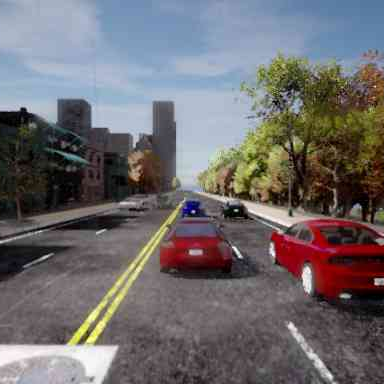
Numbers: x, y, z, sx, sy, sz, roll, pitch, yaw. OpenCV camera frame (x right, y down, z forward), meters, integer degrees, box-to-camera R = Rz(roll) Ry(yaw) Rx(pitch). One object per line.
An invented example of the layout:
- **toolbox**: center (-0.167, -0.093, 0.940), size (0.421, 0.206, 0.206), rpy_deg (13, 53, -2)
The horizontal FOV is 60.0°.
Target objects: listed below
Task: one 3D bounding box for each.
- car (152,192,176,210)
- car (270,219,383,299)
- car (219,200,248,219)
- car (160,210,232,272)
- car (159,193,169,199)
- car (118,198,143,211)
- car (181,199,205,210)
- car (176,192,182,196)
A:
- **car**: center (-3.334, 1.067, 38.320), size (2.097, 1.767, 4.553), rpy_deg (0, 0, 0)
- **car**: center (3.339, 1.415, 8.350), size (1.882, 1.535, 5.008), rpy_deg (0, 0, 0)
- **car**: center (3.354, 1.363, 27.117), size (1.994, 1.385, 4.181), rpy_deg (0, 0, 0)
- **car**: center (0.102, 1.486, 10.461), size (1.994, 1.385, 4.181), rpy_deg (0, 0, 0)
- **car**: center (-6.512, 0.832, 77.359), size (1.895, 1.301, 4.718), rpy_deg (0, 0, 0)
- **car**: center (-6.589, 1.334, 35.909), size (1.895, 1.301, 4.718), rpy_deg (0, 0, 0)
- **car**: center (0.104, 1.321, 27.600), size (1.812, 1.442, 4.674), rpy_deg (0, 0, 0)
- **car**: center (-3.274, 0.552, 78.864), size (1.812, 1.442, 4.674), rpy_deg (0, 0, -1)
